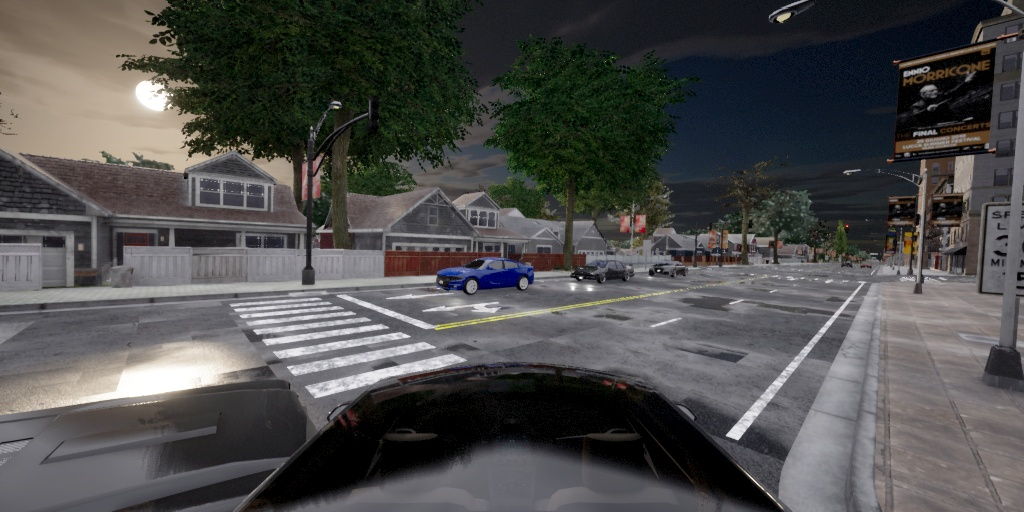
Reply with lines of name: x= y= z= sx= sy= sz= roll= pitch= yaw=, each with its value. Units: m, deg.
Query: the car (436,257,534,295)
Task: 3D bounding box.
car: x=-1.107 y=0.812 z=16.473 sx=5.008 sy=1.535 sz=1.882 roll=0 pitch=2 yaw=-44

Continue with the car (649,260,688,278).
car: x=13.264 y=1.018 z=30.307 sx=4.181 sy=1.385 sz=1.994 roll=0 pitch=2 yaw=-44

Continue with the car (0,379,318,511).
car: x=-3.311 y=1.288 z=1.289 sx=4.718 sy=1.301 sz=1.895 roll=1 pitch=2 yaw=-34

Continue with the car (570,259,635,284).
car: x=6.063 y=0.940 z=23.389 sx=5.357 sy=1.411 sz=2.033 roll=0 pitch=2 yaw=-44
